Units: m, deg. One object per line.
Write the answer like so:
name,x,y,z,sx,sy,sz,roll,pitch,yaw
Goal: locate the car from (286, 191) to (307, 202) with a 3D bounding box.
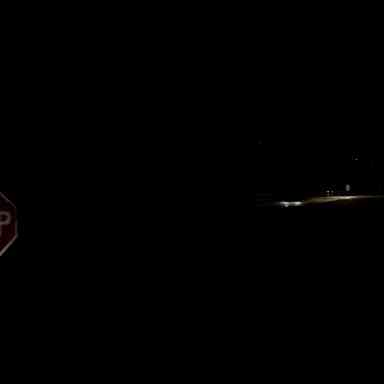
car,15.349,0.617,48.903,1.882,1.535,5.008,-2,0,36
